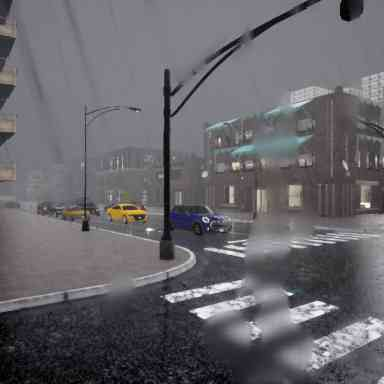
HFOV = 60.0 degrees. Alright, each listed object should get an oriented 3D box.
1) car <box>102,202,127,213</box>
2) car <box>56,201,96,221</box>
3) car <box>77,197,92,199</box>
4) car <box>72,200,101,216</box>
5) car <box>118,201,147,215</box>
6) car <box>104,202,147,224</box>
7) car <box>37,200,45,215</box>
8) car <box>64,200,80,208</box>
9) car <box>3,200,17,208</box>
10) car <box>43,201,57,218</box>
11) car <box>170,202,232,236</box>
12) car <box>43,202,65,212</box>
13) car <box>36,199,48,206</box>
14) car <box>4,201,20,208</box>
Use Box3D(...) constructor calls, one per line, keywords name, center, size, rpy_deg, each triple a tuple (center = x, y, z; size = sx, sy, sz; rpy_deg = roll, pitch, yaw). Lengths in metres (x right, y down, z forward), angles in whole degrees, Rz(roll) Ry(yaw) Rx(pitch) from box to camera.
Box3D(name="car", center=(-10.585, 2.089, 45.070), size=(1.802, 1.307, 4.206), rpy_deg=(-1, 0, -36))
Box3D(name="car", center=(-10.784, 1.873, 30.802), size=(1.752, 1.417, 4.829), rpy_deg=(-1, 0, -36))
Box3D(name="car", center=(-18.717, 1.913, 57.190), size=(2.150, 2.045, 5.566), rpy_deg=(0, -1, -36))
Box3D(name="car", center=(-11.584, 1.921, 36.536), size=(1.837, 1.490, 4.892), rpy_deg=(0, -1, -35))
Box3D(name="car", center=(-7.271, 1.879, 40.464), size=(1.967, 1.590, 4.097), rpy_deg=(-1, 0, -36))
Box3D(name="car", center=(-5.522, 1.768, 28.035), size=(1.882, 1.535, 5.008), rpy_deg=(0, -1, -35))
Box3D(name="car", center=(-17.410, 1.926, 40.232), size=(1.967, 1.590, 4.097), rpy_deg=(-1, 0, -36))
Box3D(name="car", center=(-22.733, 2.296, 62.883), size=(1.812, 1.442, 4.674), rpy_deg=(0, -1, -36))
Box3D(name="car", center=(-37.218, 2.452, 67.941), size=(2.008, 1.369, 4.403), rpy_deg=(-1, 0, -36))
Box3D(name="car", center=(-14.139, 1.968, 35.591), size=(2.008, 1.369, 4.403), rpy_deg=(-1, 0, -36))
Box3D(name="car", center=(0.299, 1.524, 19.885), size=(2.097, 1.767, 4.553), rpy_deg=(0, -1, -36))
Box3D(name="car", center=(-20.337, 2.167, 48.946), size=(1.994, 1.385, 4.181), rpy_deg=(0, -1, -35))
Box3D(name="car", center=(-37.079, 2.590, 82.166), size=(1.752, 1.417, 4.829), rpy_deg=(-1, 0, -36))
Box3D(name="car", center=(-33.918, 2.376, 63.321), size=(1.887, 1.381, 4.507), rpy_deg=(-1, 0, -36))
